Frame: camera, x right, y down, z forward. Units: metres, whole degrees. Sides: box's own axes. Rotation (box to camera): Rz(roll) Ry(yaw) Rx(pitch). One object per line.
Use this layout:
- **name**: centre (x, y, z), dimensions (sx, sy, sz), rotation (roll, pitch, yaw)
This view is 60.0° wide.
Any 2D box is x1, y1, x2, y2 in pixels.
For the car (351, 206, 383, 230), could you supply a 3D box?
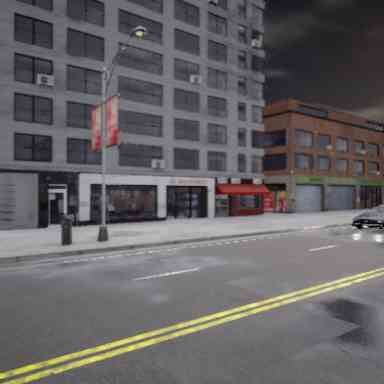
- **car**: centre (11.858, 1.532, 20.134), dimensions (5.357, 1.411, 2.033), rotation (0, 0, -35)
